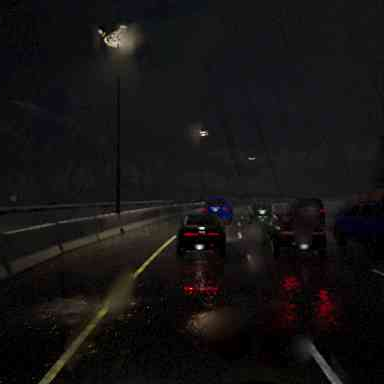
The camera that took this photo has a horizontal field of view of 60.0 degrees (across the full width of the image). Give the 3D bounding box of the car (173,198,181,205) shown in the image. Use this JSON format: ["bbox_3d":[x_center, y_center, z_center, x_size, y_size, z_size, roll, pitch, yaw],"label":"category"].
[{"bbox_3d":[-2.727,2.234,79.586,1.837,1.490,4.892,0,-1,26],"label":"car"}]

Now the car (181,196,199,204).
[{"bbox_3d":[0.333,1.947,77.883,2.150,2.045,5.566,0,-1,26],"label":"car"}]

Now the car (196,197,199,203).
[{"bbox_3d":[3.405,2.306,76.200,1.895,1.301,4.718,0,-1,26],"label":"car"}]

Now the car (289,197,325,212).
[{"bbox_3d":[9.135,1.473,26.709,2.150,2.045,5.566,0,0,10],"label":"car"}]

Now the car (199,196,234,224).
[{"bbox_3d":[2.236,1.479,27.897,2.150,2.045,5.566,0,0,10],"label":"car"}]

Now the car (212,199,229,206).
[{"bbox_3d":[6.490,2.239,74.548,2.033,1.411,5.357,0,-1,26],"label":"car"}]

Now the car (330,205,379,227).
[{"bbox_3d":[12.581,1.801,26.095,2.033,1.411,5.357,0,-1,10],"label":"car"}]

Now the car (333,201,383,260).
[{"bbox_3d":[7.413,1.344,12.970,2.150,2.045,5.566,0,0,5],"label":"car"}]

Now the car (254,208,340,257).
[{"bbox_3d":[3.956,1.623,13.526,2.128,1.511,4.902,0,0,5],"label":"car"}]

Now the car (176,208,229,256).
[{"bbox_3d":[0.466,1.637,13.791,1.837,1.490,4.892,0,0,5],"label":"car"}]

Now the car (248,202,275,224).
[{"bbox_3d":[5.703,1.610,27.375,2.097,1.767,4.553,0,-1,10],"label":"car"}]
